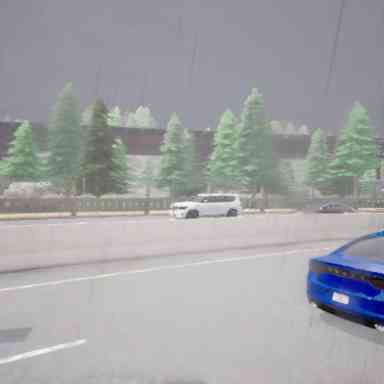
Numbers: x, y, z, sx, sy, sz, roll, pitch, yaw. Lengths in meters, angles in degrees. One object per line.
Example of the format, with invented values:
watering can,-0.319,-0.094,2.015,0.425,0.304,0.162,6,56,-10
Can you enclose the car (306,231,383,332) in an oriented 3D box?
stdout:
car,4.396,1.493,6.380,5.008,1.535,1.882,1,0,-31

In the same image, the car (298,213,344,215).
car,9.854,1.489,24.977,4.902,1.511,2.128,1,0,-23

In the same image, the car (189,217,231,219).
car,1.178,1.131,24.808,5.566,2.045,2.150,0,0,-27
